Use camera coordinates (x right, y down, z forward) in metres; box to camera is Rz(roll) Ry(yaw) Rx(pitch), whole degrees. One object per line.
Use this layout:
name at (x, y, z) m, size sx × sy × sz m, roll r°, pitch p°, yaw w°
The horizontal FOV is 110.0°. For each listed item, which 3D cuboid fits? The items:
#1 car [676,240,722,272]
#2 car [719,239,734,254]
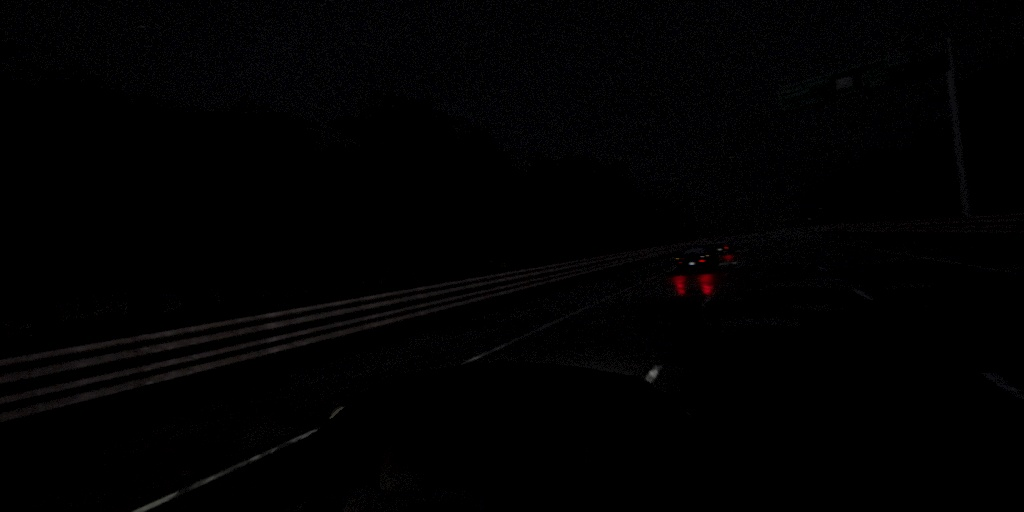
car at (11.044, 0.077, 21.359) m, size 1.812 × 1.442 × 4.674 m, roll -7°, pitch 0°, yaw 35°
car at (20.580, -0.929, 35.186) m, size 1.812 × 1.442 × 4.674 m, roll -7°, pitch 0°, yaw 35°
